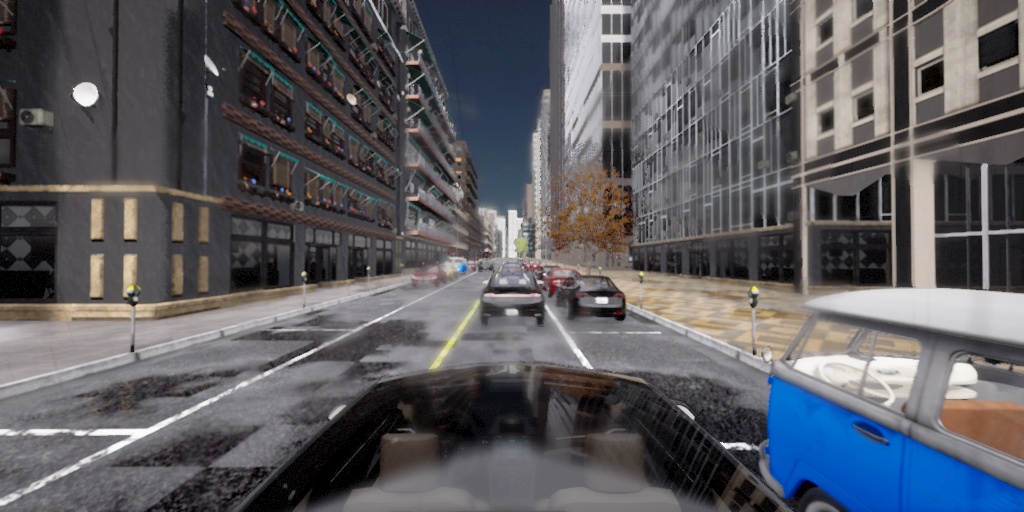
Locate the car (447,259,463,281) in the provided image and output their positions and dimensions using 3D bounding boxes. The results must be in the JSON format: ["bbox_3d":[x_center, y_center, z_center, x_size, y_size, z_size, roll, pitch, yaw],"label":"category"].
[{"bbox_3d":[-5.402,1.216,29.252,1.751,1.417,4.829,0,0,0],"label":"car"}]

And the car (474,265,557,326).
[{"bbox_3d":[0.030,1.222,11.584,2.128,1.511,4.902,0,0,0],"label":"car"}]

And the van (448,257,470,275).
[{"bbox_3d":[-5.421,1.019,35.069,1.690,1.789,3.998,0,0,0],"label":"van"}]

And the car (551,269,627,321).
[{"bbox_3d":[2.534,1.293,12.232,1.948,1.339,4.313,0,0,0],"label":"car"}]

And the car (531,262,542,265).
[{"bbox_3d":[2.497,1.269,23.537,1.948,1.339,4.313,0,0,0],"label":"car"}]

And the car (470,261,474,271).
[{"bbox_3d":[-5.458,1.235,46.362,1.802,1.307,4.207,0,0,0],"label":"car"}]

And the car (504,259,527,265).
[{"bbox_3d":[-0.009,1.235,30.727,2.033,1.411,5.357,0,0,0],"label":"car"}]

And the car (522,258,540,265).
[{"bbox_3d":[2.442,1.105,40.495,1.967,1.591,4.097,0,0,0],"label":"car"}]

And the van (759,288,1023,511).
[{"bbox_3d":[2.571,1.092,0.927,1.690,1.789,3.998,0,0,0],"label":"van"}]

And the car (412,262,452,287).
[{"bbox_3d":[-5.384,1.285,23.776,1.802,1.307,4.207,0,0,0],"label":"car"}]

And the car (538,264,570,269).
[{"bbox_3d":[2.516,1.260,17.884,1.888,1.381,4.507,0,0,0],"label":"car"}]

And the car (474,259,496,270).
[{"bbox_3d":[-2.976,1.167,42.242,1.837,1.490,4.892,0,0,0],"label":"car"}]
